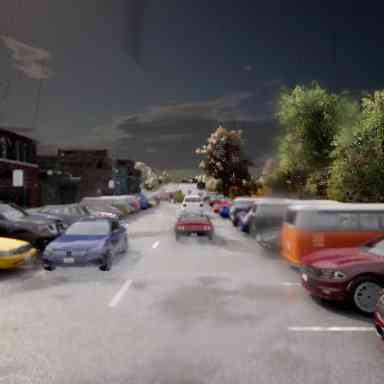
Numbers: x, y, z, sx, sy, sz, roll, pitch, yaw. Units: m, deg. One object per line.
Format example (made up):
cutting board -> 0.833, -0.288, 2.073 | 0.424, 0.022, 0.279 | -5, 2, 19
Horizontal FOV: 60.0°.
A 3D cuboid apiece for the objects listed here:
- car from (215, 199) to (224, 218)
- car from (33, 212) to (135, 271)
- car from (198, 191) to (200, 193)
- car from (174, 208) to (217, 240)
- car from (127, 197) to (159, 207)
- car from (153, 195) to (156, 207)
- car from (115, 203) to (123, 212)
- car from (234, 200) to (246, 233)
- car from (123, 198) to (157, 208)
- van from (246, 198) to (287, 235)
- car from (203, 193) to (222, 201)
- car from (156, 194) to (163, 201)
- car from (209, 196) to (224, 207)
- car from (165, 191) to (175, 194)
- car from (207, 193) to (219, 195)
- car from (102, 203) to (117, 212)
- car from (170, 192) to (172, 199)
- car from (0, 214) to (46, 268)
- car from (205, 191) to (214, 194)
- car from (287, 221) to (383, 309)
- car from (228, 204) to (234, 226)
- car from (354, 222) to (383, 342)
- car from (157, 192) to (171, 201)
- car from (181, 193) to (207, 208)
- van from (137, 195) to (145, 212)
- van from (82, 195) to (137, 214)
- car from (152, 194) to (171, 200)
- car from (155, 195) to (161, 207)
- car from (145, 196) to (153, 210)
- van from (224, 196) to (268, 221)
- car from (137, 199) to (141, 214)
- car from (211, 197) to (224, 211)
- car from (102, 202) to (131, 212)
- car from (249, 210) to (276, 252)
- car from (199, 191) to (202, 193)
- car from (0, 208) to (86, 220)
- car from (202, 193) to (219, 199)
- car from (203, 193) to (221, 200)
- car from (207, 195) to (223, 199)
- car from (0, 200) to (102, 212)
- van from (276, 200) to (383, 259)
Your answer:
car -> 4.902, 1.703, 29.706 | 5.008, 1.535, 2.097 | 0, 1, 0
car -> -3.351, 1.624, 11.366 | 1.812, 1.442, 4.674 | 0, 0, 0
car -> 5.136, 0.983, 95.029 | 5.566, 2.045, 2.435 | 0, 1, 0
car -> 0.099, 1.756, 17.936 | 1.895, 1.301, 4.718 | 0, 0, 0
car -> -7.668, 1.542, 52.147 | 4.674, 1.452, 2.002 | 0, 1, 0
car -> -7.675, 1.579, 43.670 | 5.008, 1.535, 2.097 | 0, 1, 0
car -> -7.670, 1.725, 23.869 | 4.674, 1.452, 2.002 | 0, 0, 0
car -> 4.873, 1.513, 18.402 | 4.553, 1.767, 2.185 | 0, 0, 0
car -> -7.668, 1.568, 49.322 | 4.674, 1.452, 2.002 | 0, 1, 0
van -> 5.021, 1.388, 15.456 | 4.442, 1.987, 1.878 | 0, -1, 0
car -> 5.170, 1.231, 83.892 | 4.553, 1.767, 2.185 | 0, 1, 0
car -> -7.642, 1.506, 54.974 | 4.792, 1.488, 2.163 | 0, 1, 0
car -> 4.915, 1.606, 40.887 | 4.892, 1.521, 2.231 | 0, 1, 0
car -> -7.971, 1.267, 92.082 | 4.892, 1.521, 2.231 | 0, 1, 0
car -> 4.878, 1.402, 49.357 | 4.553, 1.767, 2.185 | 0, 1, 0
car -> -7.673, 1.661, 21.044 | 5.008, 1.535, 2.097 | 0, 0, 0
car -> -8.119, 1.385, 80.949 | 5.366, 1.575, 1.946 | 0, 1, 0
car -> -7.481, 1.561, 9.741 | 5.366, 1.575, 1.946 | 0, 0, 0
car -> 5.123, 1.293, 78.196 | 4.553, 1.767, 2.185 | 0, 1, 0
car -> 4.908, 1.542, 7.107 | 5.008, 1.535, 2.097 | 0, 0, 0
car -> 4.936, 1.692, 21.099 | 4.792, 1.488, 2.163 | 0, -1, 0
car -> 4.934, 1.392, 4.285 | 4.553, 1.767, 2.185 | 0, 0, 0
car -> -7.911, 1.457, 78.308 | 4.674, 1.452, 2.002 | 1, 1, 0
car -> 0.097, 1.408, 34.041 | 2.150, 2.045, 5.566 | 0, 0, 0
van -> -7.552, 1.430, 35.191 | 4.442, 1.987, 1.878 | 0, 1, 0
van -> -7.552, 1.477, 29.661 | 4.442, 1.987, 1.878 | 0, 0, 0
car -> -7.946, 1.367, 86.516 | 4.674, 1.452, 2.002 | 0, 1, 0
car -> -7.484, 1.551, 46.496 | 5.366, 1.575, 1.946 | 0, 1, 0
car -> -7.697, 1.379, 38.016 | 5.566, 2.045, 2.435 | 0, 1, 0
van -> 4.786, 1.460, 23.927 | 4.442, 1.987, 1.878 | 0, 0, 0
car -> -7.666, 1.722, 32.368 | 4.674, 1.452, 2.002 | 0, 1, 0
car -> 4.878, 1.659, 38.189 | 4.792, 1.488, 2.163 | 0, 1, 0
car -> -7.665, 1.745, 26.704 | 4.674, 1.452, 2.002 | 0, 0, 0
car -> 4.909, 1.591, 12.630 | 4.892, 1.521, 2.231 | 0, 0, 0
car -> 5.175, 1.137, 80.980 | 5.566, 2.045, 2.435 | 0, 1, 0
car -> -7.664, 1.653, 15.392 | 4.674, 1.452, 2.002 | 0, 0, 0
car -> 5.084, 1.140, 92.121 | 4.553, 1.767, 2.185 | 0, 1, 0
car -> 5.162, 1.200, 86.676 | 4.553, 1.767, 2.185 | 0, 1, 0
car -> 4.904, 1.552, 46.659 | 5.008, 1.535, 2.097 | 0, 1, 0
car -> -7.635, 1.511, 18.219 | 4.553, 1.767, 2.185 | 0, 0, 0
van -> 5.018, 1.339, 9.806 | 4.442, 1.987, 1.878 | 0, 0, 0
